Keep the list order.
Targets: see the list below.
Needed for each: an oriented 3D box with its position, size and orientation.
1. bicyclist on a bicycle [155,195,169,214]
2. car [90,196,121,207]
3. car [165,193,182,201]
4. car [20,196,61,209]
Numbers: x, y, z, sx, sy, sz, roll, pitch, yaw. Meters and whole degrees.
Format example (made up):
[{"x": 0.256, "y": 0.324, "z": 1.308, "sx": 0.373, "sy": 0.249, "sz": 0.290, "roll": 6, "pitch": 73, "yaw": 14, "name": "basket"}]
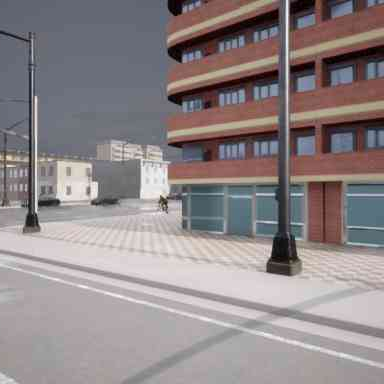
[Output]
[{"x": -2.613, "y": 1.094, "z": 29.256, "sx": 1.656, "sy": 1.620, "sz": 0.582, "roll": 0, "pitch": 1, "yaw": 37, "name": "bicyclist on a bicycle"}, {"x": -11.600, "y": 1.239, "z": 44.796, "sx": 1.994, "sy": 1.385, "sz": 4.181, "roll": 0, "pitch": 1, "yaw": 37, "name": "car"}, {"x": -2.799, "y": 0.881, "z": 62.375, "sx": 2.033, "sy": 1.411, "sz": 5.357, "roll": 0, "pitch": 1, "yaw": 37, "name": "car"}, {"x": -18.679, "y": 1.285, "z": 41.149, "sx": 2.128, "sy": 1.511, "sz": 4.902, "roll": 0, "pitch": 1, "yaw": 37, "name": "car"}]
